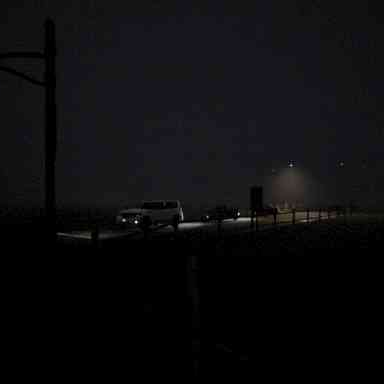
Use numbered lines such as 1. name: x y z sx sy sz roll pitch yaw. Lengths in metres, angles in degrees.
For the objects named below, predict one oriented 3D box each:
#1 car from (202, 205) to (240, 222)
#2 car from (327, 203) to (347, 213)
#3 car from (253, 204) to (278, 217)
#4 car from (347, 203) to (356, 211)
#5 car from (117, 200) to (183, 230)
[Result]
1. car: 2.879 2.071 32.533 2.128 1.511 4.902 0 -1 36
2. car: 23.329 2.672 54.208 1.812 1.442 4.674 0 -1 37
3. car: 8.910 2.269 40.762 2.128 1.511 4.902 0 -1 36
4. car: 29.818 2.869 63.082 1.837 1.490 4.892 0 -1 36
5. car: -2.937 1.612 24.595 2.150 2.045 5.566 0 -1 36
